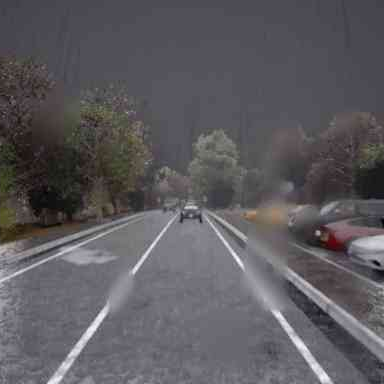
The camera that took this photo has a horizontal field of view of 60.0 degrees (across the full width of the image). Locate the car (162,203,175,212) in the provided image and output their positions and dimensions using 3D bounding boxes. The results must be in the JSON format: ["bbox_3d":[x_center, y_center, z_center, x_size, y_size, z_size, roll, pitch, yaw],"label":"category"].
[{"bbox_3d":[-3.614,2.480,52.504,2.033,1.411,5.357,0,-2,0],"label":"car"}]

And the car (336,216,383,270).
[{"bbox_3d":[7.027,1.573,9.655,4.674,1.452,2.002,0,0,0],"label":"car"}]

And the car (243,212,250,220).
[{"bbox_3d":[6.756,1.674,26.295,5.366,1.575,1.946,0,-1,0],"label":"car"}]

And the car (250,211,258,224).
[{"bbox_3d":[6.961,1.638,23.527,4.892,1.521,2.231,0,-1,0],"label":"car"}]

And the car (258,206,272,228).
[{"bbox_3d":[6.975,1.606,20.755,5.008,1.535,2.097,0,0,0],"label":"car"}]

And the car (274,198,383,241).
[{"bbox_3d":[6.969,1.313,15.208,5.566,2.045,2.435,0,0,0],"label":"car"}]

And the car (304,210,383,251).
[{"bbox_3d":[7.040,1.578,12.430,4.792,1.488,2.163,0,0,0],"label":"car"}]

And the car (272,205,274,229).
[{"bbox_3d":[7.014,1.457,17.979,4.553,1.767,2.185,0,0,0],"label":"car"}]

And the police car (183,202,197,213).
[{"bbox_3d":[-0.256,2.214,48.559,1.930,1.638,5.238,0,-2,0],"label":"police car"}]

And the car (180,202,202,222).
[{"bbox_3d":[-0.078,1.794,29.048,1.812,1.442,4.674,0,-1,0],"label":"car"}]
